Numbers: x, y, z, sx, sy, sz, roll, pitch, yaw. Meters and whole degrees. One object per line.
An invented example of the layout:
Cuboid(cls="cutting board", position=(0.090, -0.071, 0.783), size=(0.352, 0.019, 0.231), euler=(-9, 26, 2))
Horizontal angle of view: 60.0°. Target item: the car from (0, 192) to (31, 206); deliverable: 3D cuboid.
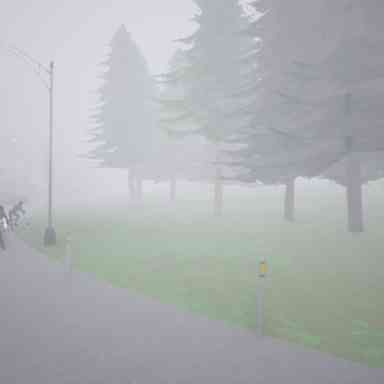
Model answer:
Cuboid(cls="car", position=(-21.566, 0.785, 40.526), size=(2.097, 1.767, 4.553), euler=(1, 2, -1))

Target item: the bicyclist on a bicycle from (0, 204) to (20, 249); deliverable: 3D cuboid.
Cuboid(cls="bicyclist on a bicycle", position=(-7.373, 1.366, 12.784), size=(0.582, 1.620, 1.656), euler=(0, 0, -5))

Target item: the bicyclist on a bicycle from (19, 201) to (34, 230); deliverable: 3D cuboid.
Cuboid(cls="bicyclist on a bicycle", position=(-9.496, 1.315, 18.222), size=(1.656, 1.620, 0.582), euler=(-2, 1, 0))
